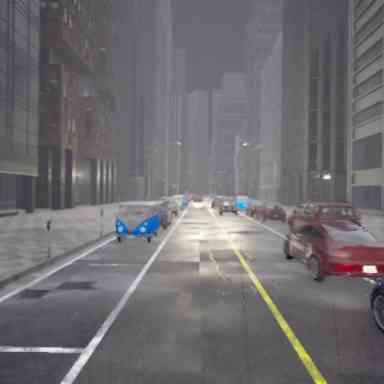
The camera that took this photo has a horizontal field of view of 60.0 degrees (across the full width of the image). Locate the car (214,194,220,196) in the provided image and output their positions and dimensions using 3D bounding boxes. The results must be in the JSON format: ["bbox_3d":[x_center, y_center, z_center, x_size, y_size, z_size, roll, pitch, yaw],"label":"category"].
[{"bbox_3d":[7.485,1.750,88.543,2.008,1.369,4.403,1,0,1],"label":"car"}]

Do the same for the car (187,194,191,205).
[{"bbox_3d":[-1.704,1.478,55.058,1.967,1.590,4.097,1,0,1],"label":"car"}]

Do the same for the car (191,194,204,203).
[{"bbox_3d":[1.344,1.443,69.369,2.097,1.767,4.553,1,0,1],"label":"car"}]

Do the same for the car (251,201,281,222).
[{"bbox_3d":[6.261,1.641,26.856,1.887,1.381,4.507,1,0,1],"label":"car"}]

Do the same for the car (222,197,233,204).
[{"bbox_3d":[7.044,1.675,66.283,1.752,1.417,4.829,1,0,1],"label":"car"}]

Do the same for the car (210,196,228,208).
[{"bbox_3d":[3.971,1.661,50.606,1.994,1.385,4.181,1,0,1],"label":"car"}]

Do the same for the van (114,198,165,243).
[{"bbox_3d":[-2.482,1.328,15.799,1.690,1.788,3.998,1,0,1],"label":"van"}]

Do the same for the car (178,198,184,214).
[{"bbox_3d":[-2.151,1.559,32.624,2.008,1.369,4.403,1,0,1],"label":"car"}]

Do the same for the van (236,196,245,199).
[{"bbox_3d":[6.597,1.459,43.680,1.690,1.788,3.998,1,0,1],"label":"van"}]

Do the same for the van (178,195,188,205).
[{"bbox_3d":[-1.592,1.386,60.667,1.690,1.788,3.998,1,0,1],"label":"van"}]

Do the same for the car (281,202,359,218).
[{"bbox_3d":[6.041,1.397,15.640,2.192,1.841,5.009,1,0,1],"label":"car"}]

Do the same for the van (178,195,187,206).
[{"bbox_3d":[-1.926,1.364,43.841,1.690,1.788,3.998,1,0,1],"label":"van"}]

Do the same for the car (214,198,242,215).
[{"bbox_3d":[3.709,1.624,34.991,2.033,1.411,5.357,1,0,2],"label":"car"}]

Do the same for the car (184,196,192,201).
[{"bbox_3d":[-1.038,1.670,88.707,1.947,1.339,4.313,1,0,1],"label":"car"}]

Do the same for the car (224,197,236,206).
[{"bbox_3d":[6.933,1.666,60.675,1.752,1.417,4.829,1,0,1],"label":"car"}]

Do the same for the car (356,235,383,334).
[{"bbox_3d":[3.940,1.574,3.805,1.812,1.442,4.674,1,0,1],"label":"car"}]

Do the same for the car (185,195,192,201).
[{"bbox_3d":[-0.925,1.557,94.316,1.967,1.590,4.097,1,0,1],"label":"car"}]

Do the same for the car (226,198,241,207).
[{"bbox_3d":[6.818,1.699,54.897,1.947,1.339,4.313,1,0,1],"label":"car"}]

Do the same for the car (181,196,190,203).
[{"bbox_3d":[-1.375,1.590,71.713,1.752,1.417,4.829,1,0,1],"label":"car"}]

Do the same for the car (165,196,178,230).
[{"bbox_3d":[-2.371,1.309,21.408,2.192,1.841,5.009,1,0,1],"label":"car"}]

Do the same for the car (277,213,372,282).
[{"bbox_3d":[4.059,1.581,9.804,1.812,1.442,4.674,1,0,1],"label":"car"}]

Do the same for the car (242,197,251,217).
[{"bbox_3d":[6.374,1.543,32.464,1.967,1.590,4.097,1,0,1],"label":"car"}]
